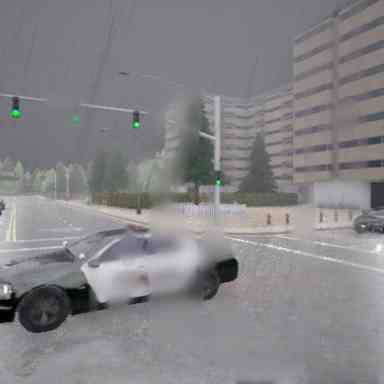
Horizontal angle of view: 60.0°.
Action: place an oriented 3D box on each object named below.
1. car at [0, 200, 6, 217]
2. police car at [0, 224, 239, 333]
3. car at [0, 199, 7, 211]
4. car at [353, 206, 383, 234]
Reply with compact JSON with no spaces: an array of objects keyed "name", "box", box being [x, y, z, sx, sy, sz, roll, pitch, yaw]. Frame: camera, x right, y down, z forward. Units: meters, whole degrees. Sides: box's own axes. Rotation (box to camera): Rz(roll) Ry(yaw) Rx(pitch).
[{"name":"car","box":[-18.659,1.595,30.860,1.895,1.301,4.718,0,0,-27]},{"name":"police car","box":[-1.515,1.508,6.868,4.974,1.542,2.038,0,0,-30]},{"name":"car","box":[-24.240,1.593,41.409,1.895,1.301,4.718,0,0,-28]},{"name":"car","box":[10.799,1.504,17.959,4.892,1.490,1.837,0,0,-28]}]
